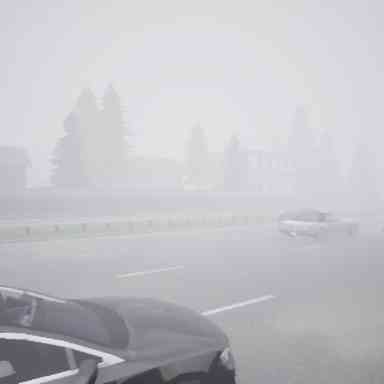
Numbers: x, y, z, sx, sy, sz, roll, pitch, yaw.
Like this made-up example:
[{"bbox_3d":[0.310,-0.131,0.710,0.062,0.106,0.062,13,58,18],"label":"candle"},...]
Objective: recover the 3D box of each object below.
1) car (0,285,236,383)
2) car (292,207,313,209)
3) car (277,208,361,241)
[{"bbox_3d":[-1.804,1.492,2.460,4.902,1.511,2.128,0,0,-36],"label":"car"},{"bbox_3d":[7.594,1.669,22.066,4.181,1.385,1.994,0,0,-36],"label":"car"},{"bbox_3d":[6.647,1.685,17.090,4.718,1.301,1.895,0,0,-36],"label":"car"}]
